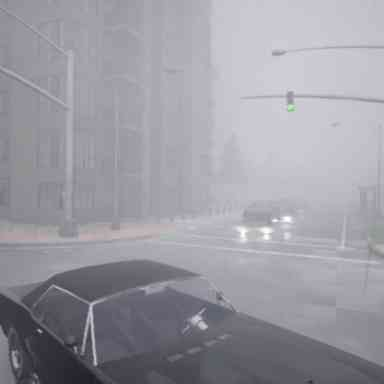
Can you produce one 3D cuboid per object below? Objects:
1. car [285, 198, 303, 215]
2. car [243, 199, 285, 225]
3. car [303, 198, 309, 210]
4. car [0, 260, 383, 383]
[{"bbox_3d":[9.325,1.410,33.018,2.128,1.511,4.902,1,0,25],"label":"car"},{"bbox_3d":[5.126,1.391,24.020,1.882,1.535,5.008,1,0,25],"label":"car"},{"bbox_3d":[13.652,1.471,42.206,2.033,1.411,5.357,1,0,26],"label":"car"},{"bbox_3d":[-0.469,1.539,3.460,1.895,1.301,4.718,0,0,-43],"label":"car"}]
